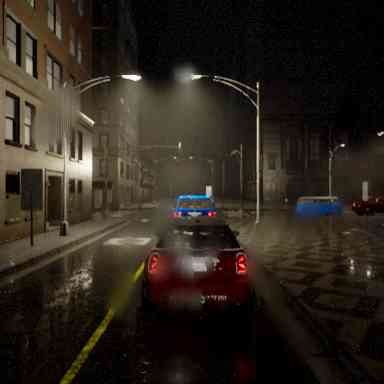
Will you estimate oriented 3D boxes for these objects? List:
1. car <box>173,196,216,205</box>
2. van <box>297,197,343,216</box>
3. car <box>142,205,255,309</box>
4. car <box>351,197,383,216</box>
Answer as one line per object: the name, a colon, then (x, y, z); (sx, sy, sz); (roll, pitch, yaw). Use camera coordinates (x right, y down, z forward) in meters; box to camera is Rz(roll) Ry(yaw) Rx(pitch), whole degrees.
car: (0.132, 1.218, 17.887); (2.150, 2.045, 5.566); (0, 0, 0)
van: (11.780, 1.368, 30.766); (3.998, 1.788, 1.690); (0, 0, -1)
car: (0.116, 1.351, 8.030); (2.097, 1.767, 4.553); (0, 0, 0)
car: (17.421, 1.341, 30.842); (5.009, 1.841, 2.192); (0, 0, -1)
